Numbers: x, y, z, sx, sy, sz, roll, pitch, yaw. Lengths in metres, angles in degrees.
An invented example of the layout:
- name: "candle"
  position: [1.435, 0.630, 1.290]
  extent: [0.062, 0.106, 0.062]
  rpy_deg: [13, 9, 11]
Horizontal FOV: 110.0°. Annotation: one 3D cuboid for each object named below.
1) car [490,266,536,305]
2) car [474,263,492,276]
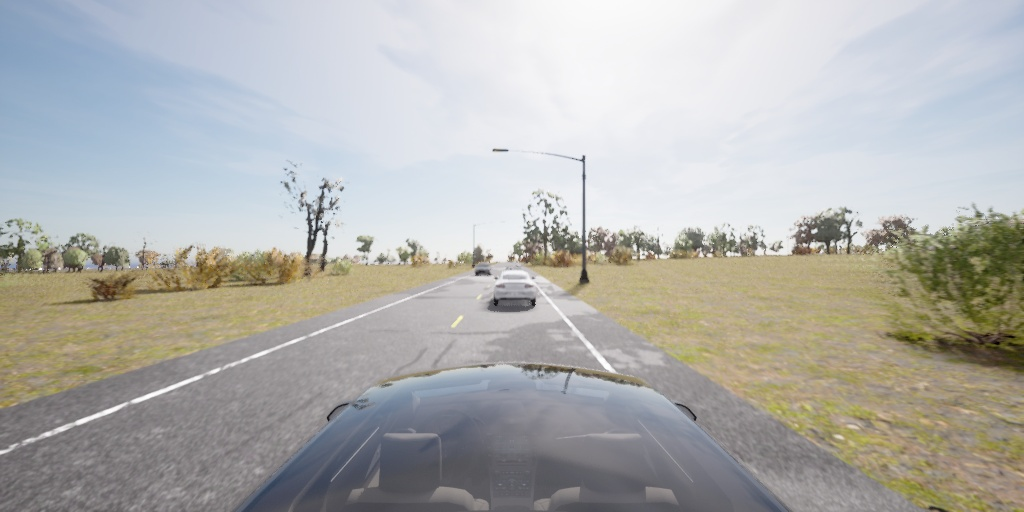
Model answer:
- name: "car"
  position: [0.123, 1.399, 16.883]
  extent: [1.812, 1.442, 4.674]
  rpy_deg: [0, 0, 0]
- name: "car"
  position: [-3.402, 1.594, 42.965]
  extent: [1.837, 1.490, 4.892]
  rpy_deg: [0, -1, 0]
